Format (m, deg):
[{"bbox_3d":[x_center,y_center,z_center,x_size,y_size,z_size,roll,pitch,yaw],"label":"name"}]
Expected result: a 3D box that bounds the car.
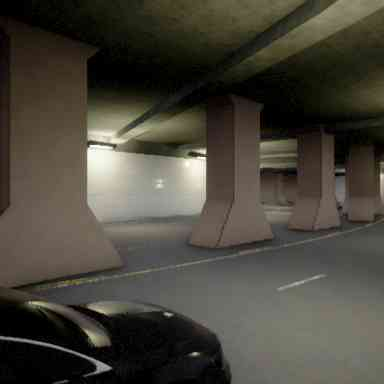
[{"bbox_3d":[-1.865,1.503,2.410,4.892,1.490,1.837,0,0,-36],"label":"car"}]
